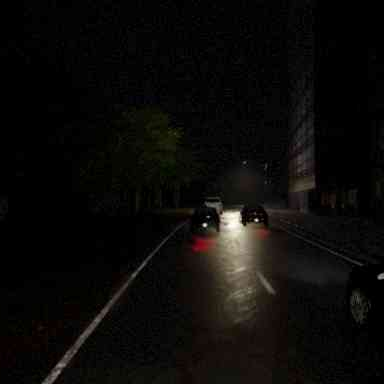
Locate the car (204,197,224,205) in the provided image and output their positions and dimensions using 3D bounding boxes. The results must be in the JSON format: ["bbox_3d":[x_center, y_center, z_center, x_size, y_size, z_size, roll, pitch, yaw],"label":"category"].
[{"bbox_3d":[2.633,1.675,40.364,2.150,2.045,5.566,0,-1,7],"label":"car"}]

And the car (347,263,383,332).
[{"bbox_3d":[3.677,1.526,4.097,2.128,1.511,4.902,0,0,1],"label":"car"}]

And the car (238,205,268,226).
[{"bbox_3d":[4.679,1.749,25.615,1.837,1.490,4.892,0,-1,4],"label":"car"}]

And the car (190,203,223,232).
[{"bbox_3d":[0.897,1.706,21.806,1.837,1.490,4.892,0,-1,4],"label":"car"}]
